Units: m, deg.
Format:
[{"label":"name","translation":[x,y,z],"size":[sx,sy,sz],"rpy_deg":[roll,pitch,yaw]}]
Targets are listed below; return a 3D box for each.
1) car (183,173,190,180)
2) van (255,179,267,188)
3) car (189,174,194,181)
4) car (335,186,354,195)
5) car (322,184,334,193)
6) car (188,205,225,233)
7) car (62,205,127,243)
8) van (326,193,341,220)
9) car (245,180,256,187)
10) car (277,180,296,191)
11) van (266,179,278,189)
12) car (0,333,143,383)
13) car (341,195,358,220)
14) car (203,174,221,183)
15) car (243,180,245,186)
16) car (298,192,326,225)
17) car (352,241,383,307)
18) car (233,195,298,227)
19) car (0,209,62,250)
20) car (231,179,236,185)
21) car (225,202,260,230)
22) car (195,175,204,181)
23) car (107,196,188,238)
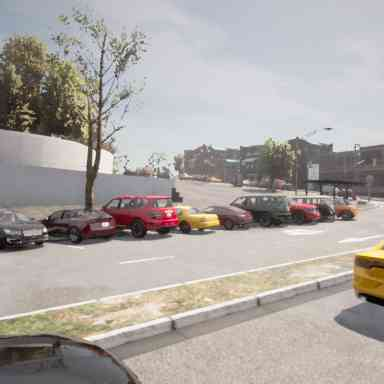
[{"label":"car","translation":[0.389,-4.084,93.597],"size":[2.185,1.767,4.553],"rpy_deg":[4,1,33]},{"label":"van","translation":[16.008,-1.763,71.371],"size":[1.878,1.987,4.442],"rpy_deg":[7,4,35]},{"label":"car","translation":[2.117,-3.849,91.126],"size":[2.185,1.767,4.553],"rpy_deg":[6,3,34]},{"label":"car","translation":[26.392,0.137,56.675],"size":[2.002,1.452,4.674],"rpy_deg":[7,3,35]},{"label":"car","translation":[24.702,-0.425,59.148],"size":[2.435,2.045,5.566],"rpy_deg":[7,3,35]},{"label":"car","translation":[-1.009,1.503,19.683],"size":[5.366,1.575,1.946],"rpy_deg":[-1,-1,35]},{"label":"car","translation":[-5.775,1.525,16.113],"size":[4.792,1.488,2.163],"rpy_deg":[-1,-1,35]},{"label":"van","translation":[9.080,1.297,26.439],"size":[4.442,1.987,1.878],"rpy_deg":[-1,-1,35]},{"label":"car","translation":[14.435,-1.811,74.103],"size":[1.946,1.575,5.366],"rpy_deg":[7,3,35]},{"label":"car","translation":[19.495,-0.991,66.536],"size":[2.231,1.521,4.892],"rpy_deg":[7,3,35]},{"label":"van","translation":[17.736,-1.490,68.899],"size":[1.878,1.987,4.442],"rpy_deg":[7,4,35]},{"label":"car","translation":[-2.455,1.491,1.381],"size":[4.902,1.511,2.128],"rpy_deg":[0,0,-36]},{"label":"car","translation":[11.490,1.404,28.188],"size":[4.553,1.767,2.185],"rpy_deg":[-1,-1,35]},{"label":"car","translation":[5.761,-3.175,86.399],"size":[1.946,1.575,5.366],"rpy_deg":[7,3,34]},{"label":"car","translation":[12.604,-2.042,76.424],"size":[2.002,1.452,4.674],"rpy_deg":[7,4,35]},{"label":"car","translation":[6.541,1.268,24.770],"size":[5.566,2.045,2.435],"rpy_deg":[-1,-1,35]},{"label":"car","translation":[5.369,1.487,6.953],"size":[5.008,1.535,1.882],"rpy_deg":[0,0,-35]},{"label":"car","translation":[4.026,1.263,23.066],"size":[5.566,2.045,2.435],"rpy_deg":[-1,-1,35]},{"label":"car","translation":[-8.196,1.494,14.367],"size":[4.892,1.521,2.231],"rpy_deg":[-1,-1,35]},{"label":"car","translation":[10.863,-2.316,78.887],"size":[2.002,1.452,4.674],"rpy_deg":[7,3,35]},{"label":"car","translation":[1.598,1.549,21.310],"size":[4.674,1.452,2.002],"rpy_deg":[-1,-1,35]},{"label":"car","translation":[3.911,-3.697,88.660],"size":[2.435,2.045,5.566],"rpy_deg":[7,3,34]},{"label":"car","translation":[-3.329,1.248,17.857],"size":[5.566,2.045,2.435],"rpy_deg":[-1,-1,35]}]
